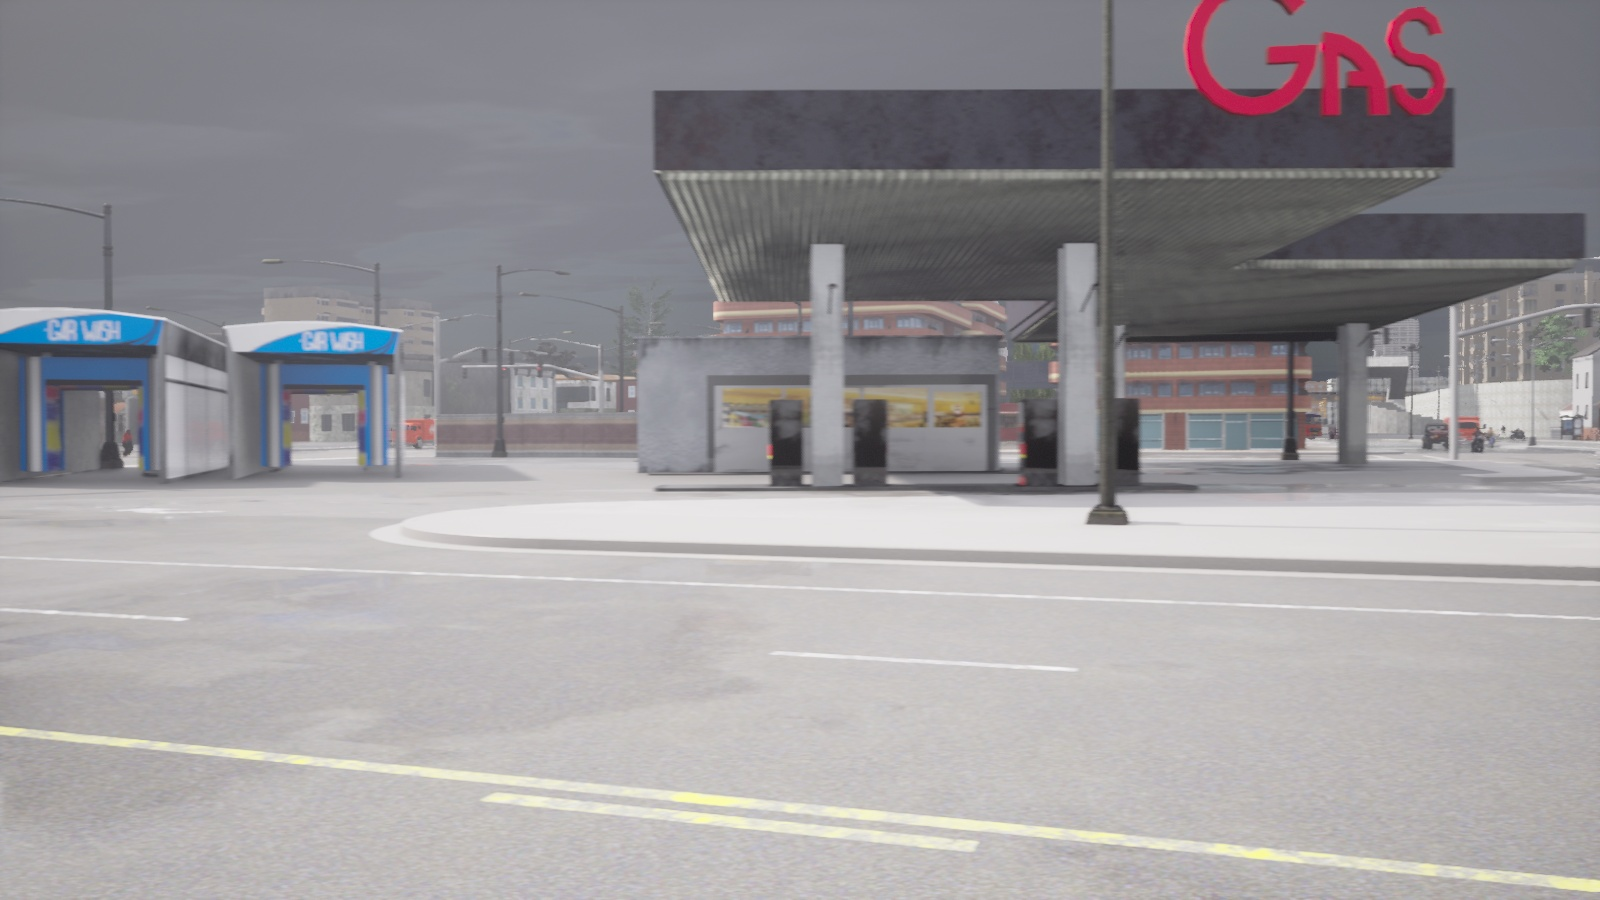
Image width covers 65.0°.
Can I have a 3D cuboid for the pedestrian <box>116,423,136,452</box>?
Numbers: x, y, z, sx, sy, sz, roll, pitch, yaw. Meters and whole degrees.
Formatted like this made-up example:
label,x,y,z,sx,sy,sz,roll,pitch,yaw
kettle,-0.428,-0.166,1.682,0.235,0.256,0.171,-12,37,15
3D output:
label,x,y,z,sx,sy,sz,roll,pitch,yaw
pedestrian,-42.176,-0.792,78.557,0.899,1.844,0.634,1,1,17
